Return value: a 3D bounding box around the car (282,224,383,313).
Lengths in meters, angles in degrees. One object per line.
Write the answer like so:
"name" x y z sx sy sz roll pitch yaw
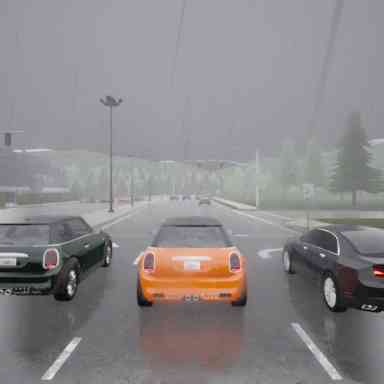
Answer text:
"car" 3.499 1.504 7.653 1.837 1.490 4.892 0 0 0

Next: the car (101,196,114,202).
"car" -19.852 1.590 78.740 1.895 1.301 4.718 0 0 0

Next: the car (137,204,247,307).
"car" 0.000 1.351 8.150 2.097 1.767 4.553 0 0 0

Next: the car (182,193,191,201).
"car" -1.360 1.215 88.282 2.150 2.045 5.566 0 0 0

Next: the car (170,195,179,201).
"car" -4.860 1.489 88.543 1.837 1.490 4.892 0 0 0

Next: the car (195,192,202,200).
"car" 2.140 1.514 88.619 1.812 1.442 4.674 0 0 0

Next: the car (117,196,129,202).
"car" -16.352 1.589 78.914 1.895 1.301 4.718 0 0 0

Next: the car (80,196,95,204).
"car" -19.868 1.487 63.345 2.128 1.511 4.902 0 0 0

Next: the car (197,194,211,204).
"car" 2.166 1.521 57.241 1.812 1.442 4.674 0 0 0

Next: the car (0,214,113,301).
"car" -3.500 1.351 8.472 2.097 1.767 4.553 0 0 0

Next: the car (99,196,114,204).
"car" -16.377 1.559 63.495 1.994 1.385 4.181 0 0 0

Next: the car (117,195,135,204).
"car" -12.883 1.347 63.609 2.097 1.767 4.553 0 0 0

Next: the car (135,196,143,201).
"car" -12.852 1.547 79.026 1.994 1.385 4.181 0 0 0
